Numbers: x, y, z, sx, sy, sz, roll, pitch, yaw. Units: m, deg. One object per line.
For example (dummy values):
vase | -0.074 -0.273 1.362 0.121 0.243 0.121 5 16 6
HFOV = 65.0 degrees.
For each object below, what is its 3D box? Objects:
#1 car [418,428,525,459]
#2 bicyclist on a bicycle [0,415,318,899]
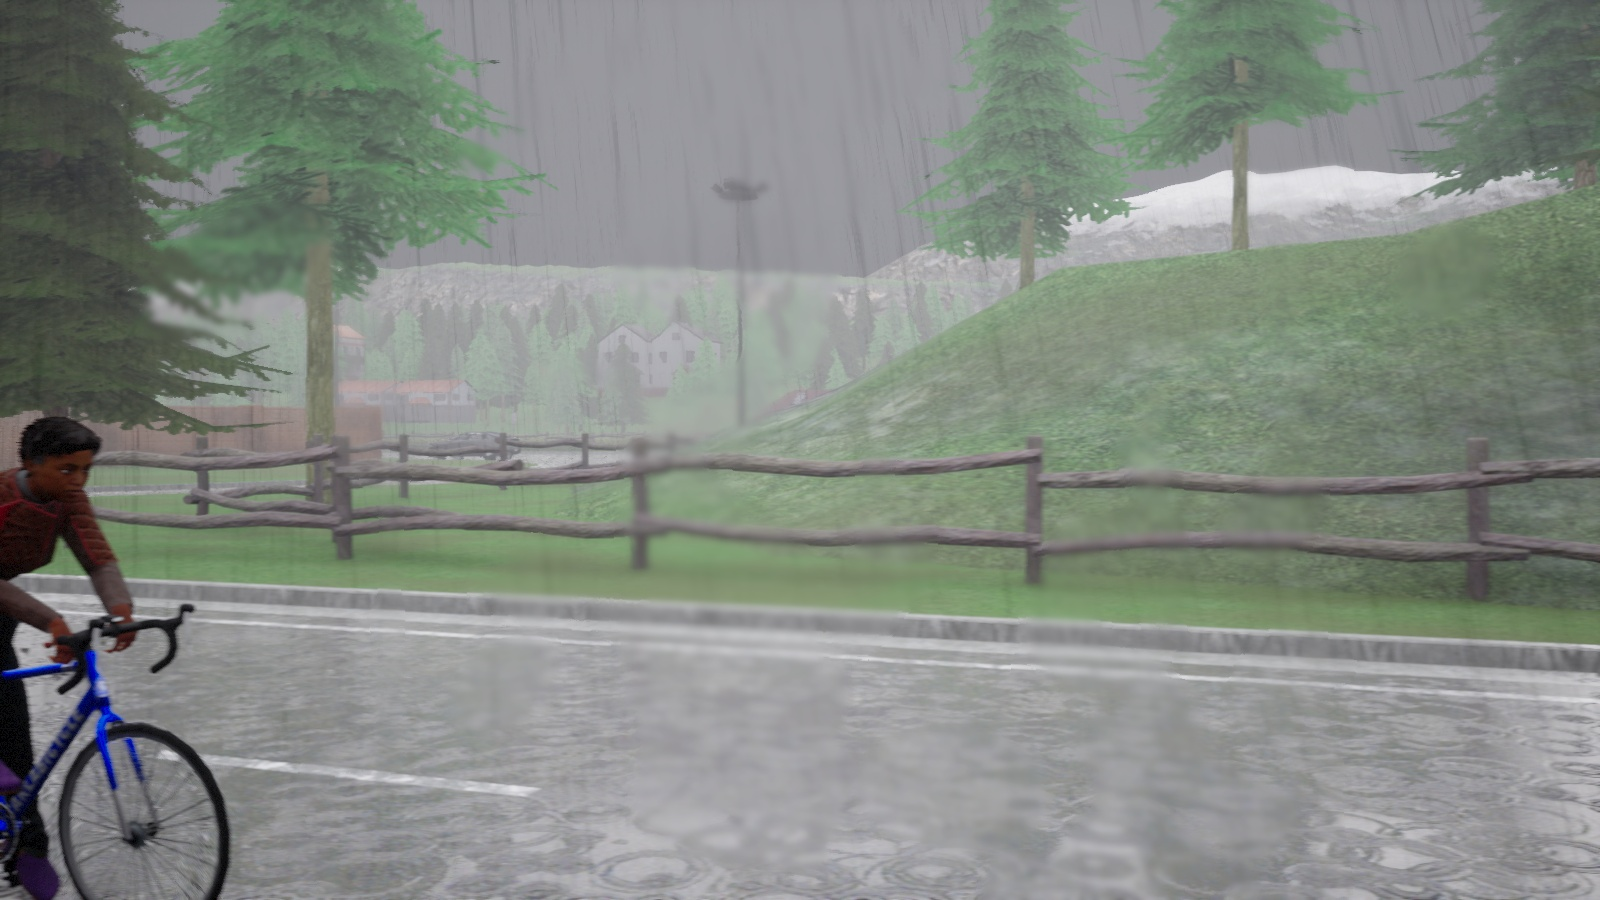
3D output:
car | -16.708 -0.355 63.846 4.902 1.511 2.128 1 1 19
bicyclist on a bicycle | -2.422 0.700 4.007 1.656 1.620 0.582 1 1 19
